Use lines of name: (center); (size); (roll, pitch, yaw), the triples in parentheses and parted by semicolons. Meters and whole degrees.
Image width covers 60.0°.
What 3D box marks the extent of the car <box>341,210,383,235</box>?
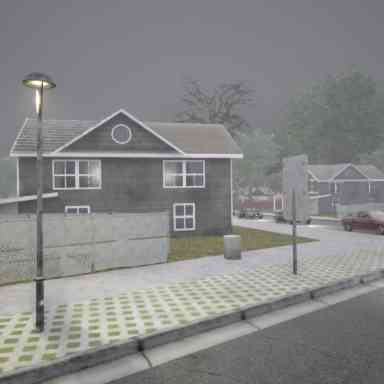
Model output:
car: (11.797, 1.936, 21.747); (1.812, 1.442, 4.674); (-1, -2, -14)

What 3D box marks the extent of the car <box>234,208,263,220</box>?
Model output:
car: (7.143, 2.649, 40.940); (1.994, 1.385, 4.181); (-1, -2, -13)

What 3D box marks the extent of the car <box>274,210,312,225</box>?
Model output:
car: (9.422, 2.324, 31.411); (1.994, 1.385, 4.181); (-1, -2, -13)
